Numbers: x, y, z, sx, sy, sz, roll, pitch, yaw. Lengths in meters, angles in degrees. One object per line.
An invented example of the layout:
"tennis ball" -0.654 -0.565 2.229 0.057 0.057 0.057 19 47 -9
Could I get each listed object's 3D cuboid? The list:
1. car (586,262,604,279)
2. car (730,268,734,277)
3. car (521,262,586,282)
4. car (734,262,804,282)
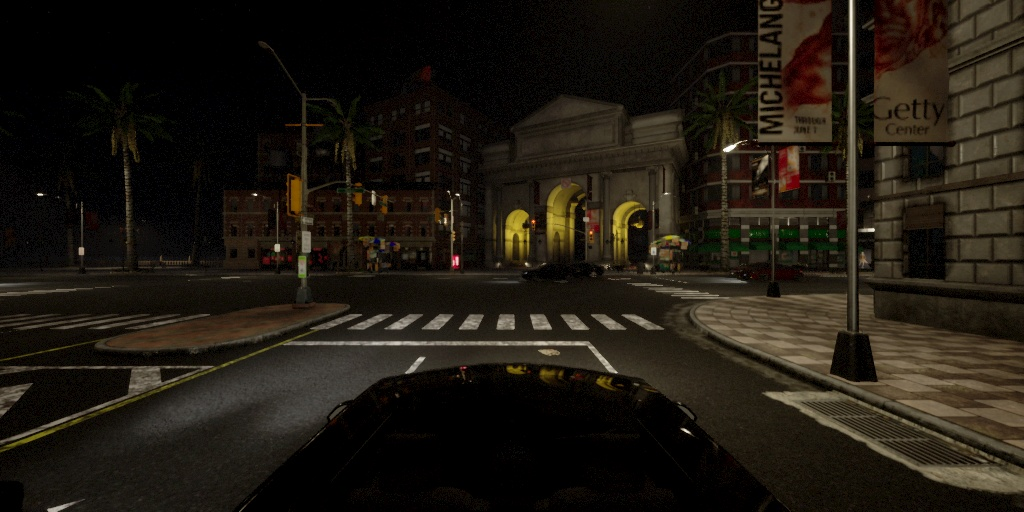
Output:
"car" 5.675 1.256 31.890 4.892 1.490 1.837 0 0 0
"car" 21.881 1.275 31.769 4.674 1.442 1.812 0 0 1
"car" 3.011 1.276 28.064 4.674 1.442 1.812 0 0 -6
"car" 20.393 1.313 28.277 4.181 1.385 1.994 0 0 1
